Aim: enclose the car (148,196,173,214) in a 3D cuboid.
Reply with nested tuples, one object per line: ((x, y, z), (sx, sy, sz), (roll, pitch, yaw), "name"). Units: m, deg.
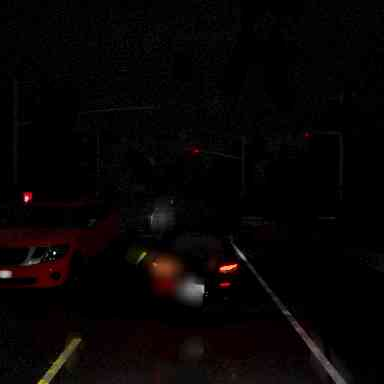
((-3.451, 1.491, 34.907), (2.128, 1.511, 4.902), (0, 0, -2), "car")

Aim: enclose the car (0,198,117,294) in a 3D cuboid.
((-3.591, 1.221, 9.135), (2.150, 2.045, 5.566), (0, 0, 0), "car")

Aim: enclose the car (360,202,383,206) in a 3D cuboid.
((15.563, 1.528, 28.655), (5.357, 1.411, 2.033), (0, 0, -6), "car")

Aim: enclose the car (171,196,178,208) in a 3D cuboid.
((-3.555, 1.353, 48.370), (2.097, 1.767, 4.553), (0, 0, 0), "car")

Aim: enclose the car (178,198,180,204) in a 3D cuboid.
((-3.473, 1.526, 65.971), (1.812, 1.442, 4.674), (0, 0, 1), "car")

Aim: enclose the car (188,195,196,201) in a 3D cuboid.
((0.069, 1.525, 80.886), (2.128, 1.511, 4.902), (0, 0, 0), "car")

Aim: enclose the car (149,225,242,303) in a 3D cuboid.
((0.080, 1.526, 8.092), (1.812, 1.442, 4.674), (0, 0, 0), "car")
